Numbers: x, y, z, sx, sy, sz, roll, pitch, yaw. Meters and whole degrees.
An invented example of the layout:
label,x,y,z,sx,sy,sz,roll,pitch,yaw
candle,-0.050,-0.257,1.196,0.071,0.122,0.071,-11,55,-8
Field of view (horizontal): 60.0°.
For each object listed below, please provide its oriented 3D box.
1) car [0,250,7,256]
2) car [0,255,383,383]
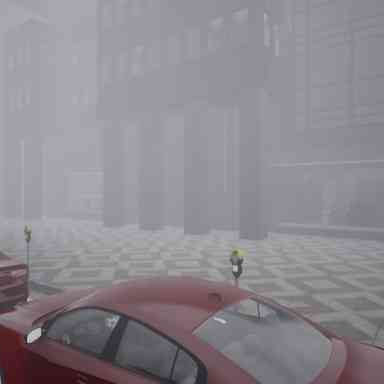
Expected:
label,x,y,z,sx,sy,sz,roll,pitch,yaw
car,-5.002,1.545,6.540,4.507,1.381,1.887,0,0,36
car,-0.418,1.545,3.262,4.507,1.381,1.887,0,0,36
